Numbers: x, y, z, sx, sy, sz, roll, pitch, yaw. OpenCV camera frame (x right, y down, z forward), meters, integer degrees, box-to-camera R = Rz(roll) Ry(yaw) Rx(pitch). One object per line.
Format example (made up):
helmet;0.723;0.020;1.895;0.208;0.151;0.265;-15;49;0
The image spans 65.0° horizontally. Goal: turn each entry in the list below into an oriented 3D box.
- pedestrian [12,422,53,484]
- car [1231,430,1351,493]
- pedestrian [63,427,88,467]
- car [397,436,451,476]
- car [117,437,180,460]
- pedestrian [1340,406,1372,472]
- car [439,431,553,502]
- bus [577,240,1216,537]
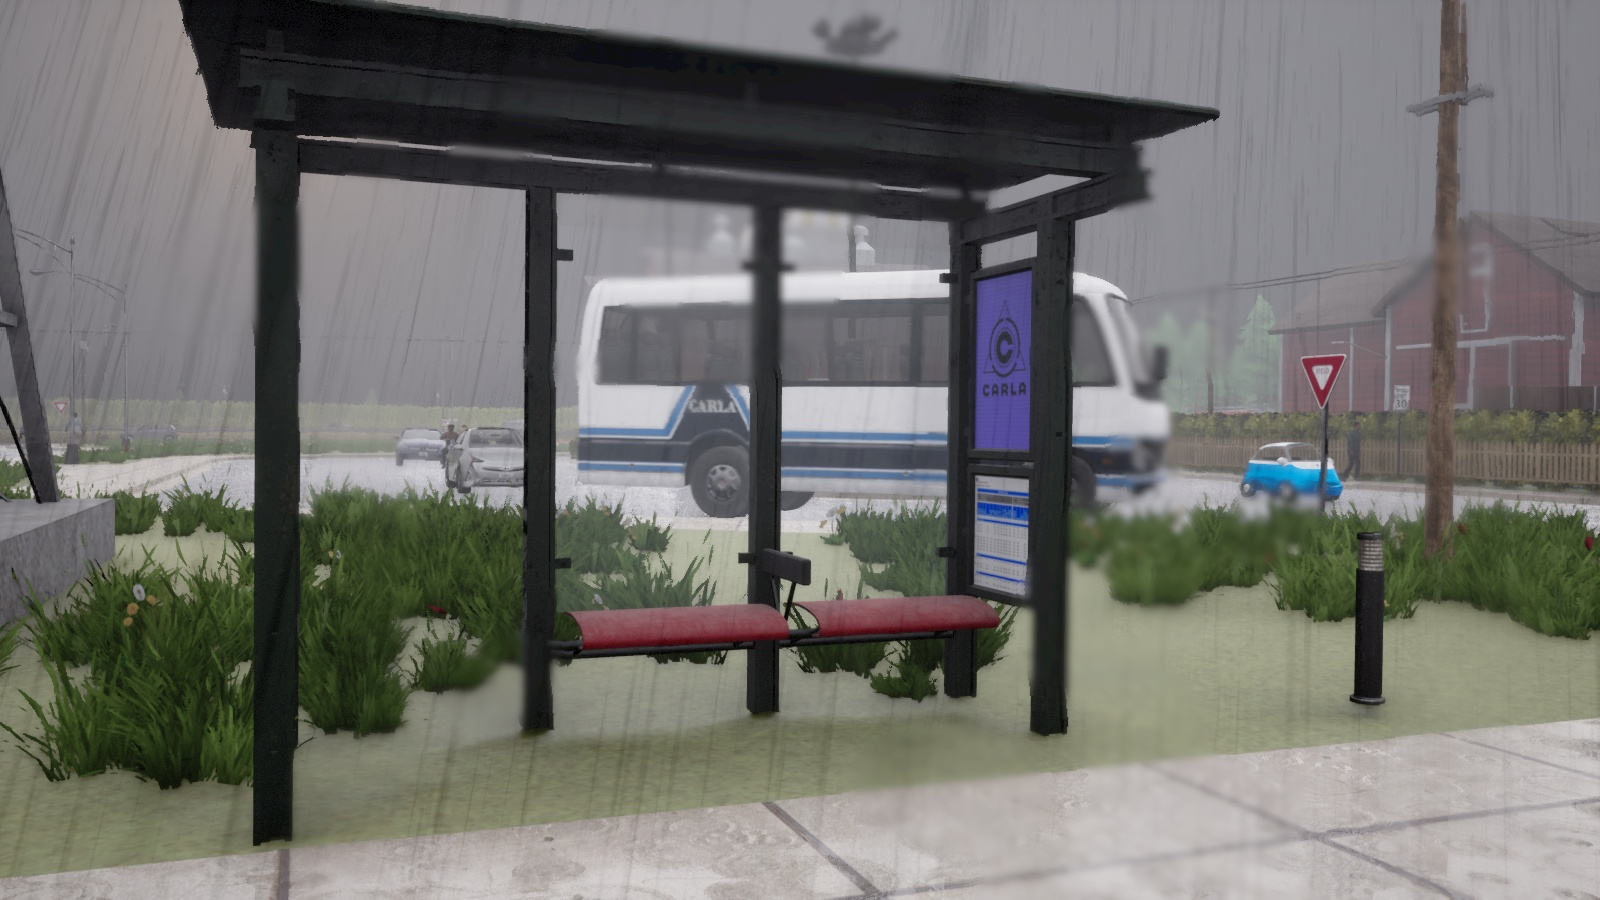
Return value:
pedestrian;-23.427;0.079;38.343;0.874;1.855;0.900;-2;1;-44
car;11.412;0.253;29.281;1.481;1.376;2.207;-1;0;-21
pedestrian;-34.294;-0.143;59.431;0.874;1.855;0.900;-1;1;-23
car;-14.443;0.197;48.107;1.812;1.442;4.674;-1;1;-18
car;-44.951;-0.113;86.722;3.633;1.501;1.845;-1;1;-21
pedestrian;16.390;-0.326;37.044;0.423;1.949;0.788;-1;1;-24
car;-7.334;0.336;29.976;2.007;1.525;4.514;-1;1;-22
bus;1.672;-0.950;21.721;10.273;4.253;3.944;0;2;22
